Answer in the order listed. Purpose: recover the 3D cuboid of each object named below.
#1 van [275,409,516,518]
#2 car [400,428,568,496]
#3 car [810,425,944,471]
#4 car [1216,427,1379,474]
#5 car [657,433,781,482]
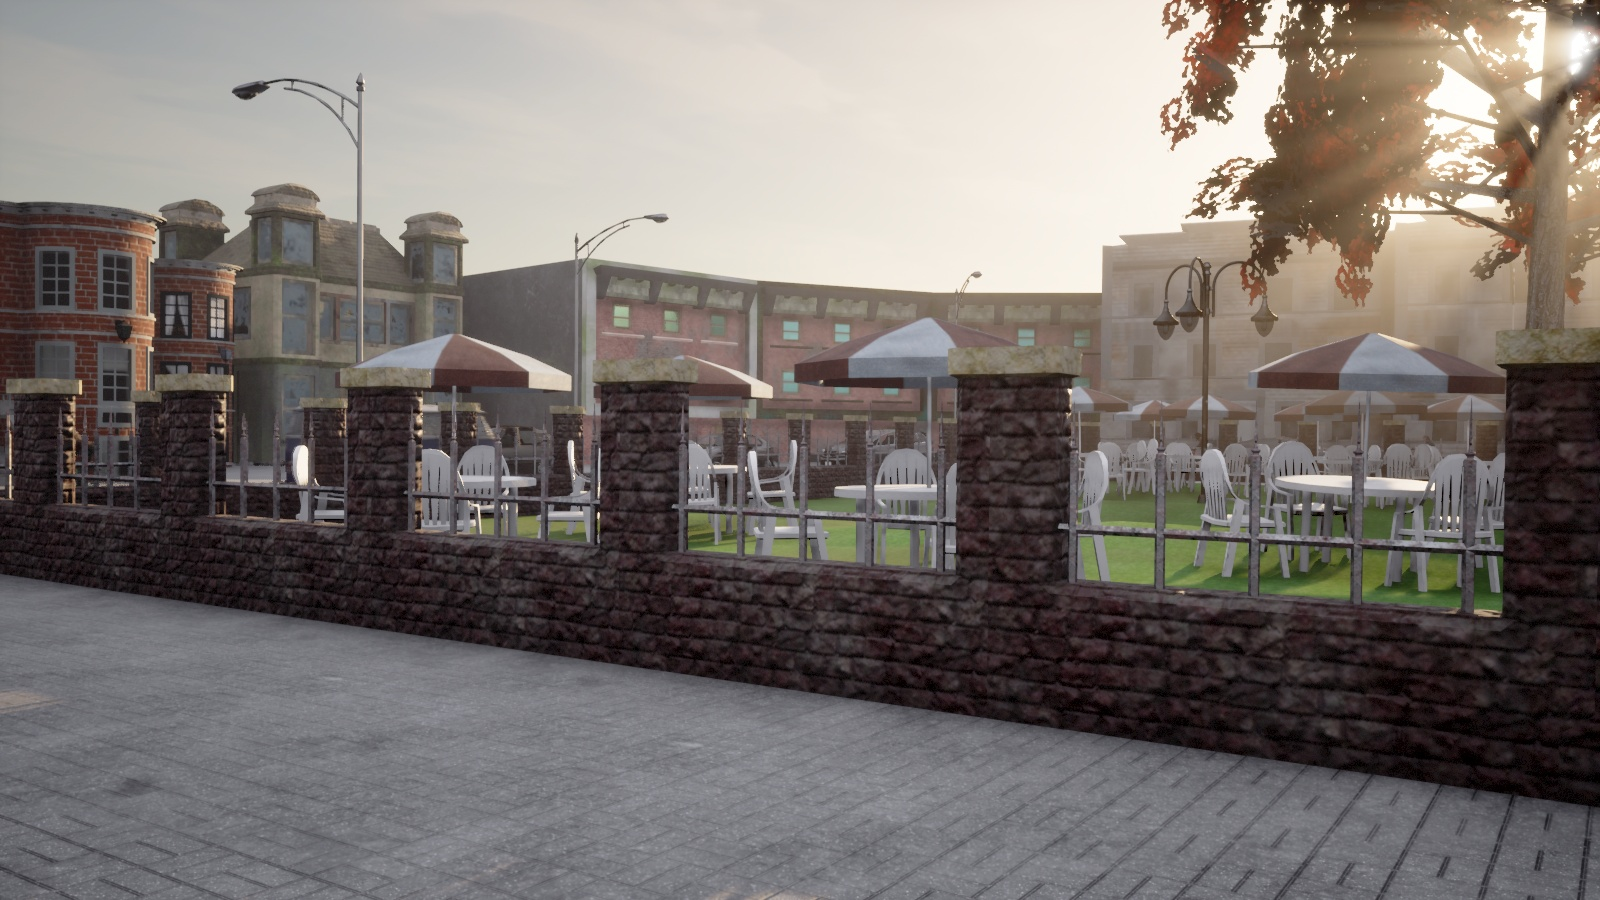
[{"bbox_3d":[-8.010,0.211,25.284,1.775,1.987,4.442,0,1,34],"label":"van"},{"bbox_3d":[-8.076,0.259,32.419,1.851,1.617,3.988,0,1,34],"label":"car"},{"bbox_3d":[2.944,-0.101,47.691,4.611,1.667,2.242,-1,1,-34],"label":"car"},{"bbox_3d":[16.854,-0.003,42.600,4.792,1.488,2.163,0,1,33],"label":"car"},{"bbox_3d":[-2.561,0.211,40.737,1.816,1.474,4.193,0,1,34],"label":"car"}]
